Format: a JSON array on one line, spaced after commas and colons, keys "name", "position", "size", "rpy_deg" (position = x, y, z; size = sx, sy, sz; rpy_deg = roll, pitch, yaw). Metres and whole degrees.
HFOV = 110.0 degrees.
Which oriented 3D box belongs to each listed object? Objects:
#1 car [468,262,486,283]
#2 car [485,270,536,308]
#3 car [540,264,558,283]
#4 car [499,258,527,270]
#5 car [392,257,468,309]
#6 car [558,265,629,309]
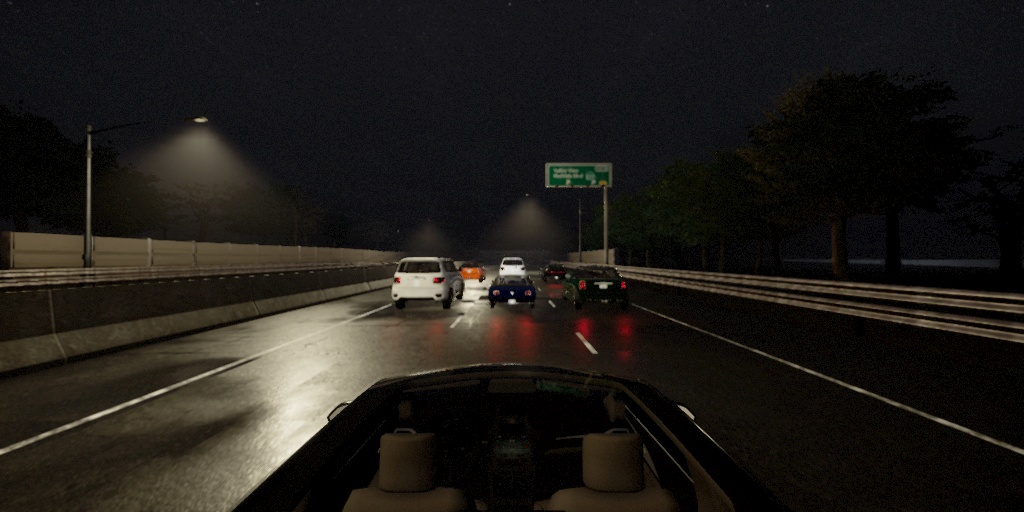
[{"name": "car", "position": [-3.430, 1.306, 30.859], "size": [2.097, 1.767, 4.553], "rpy_deg": [0, -1, 0]}, {"name": "car", "position": [0.013, 1.463, 15.899], "size": [1.895, 1.301, 4.718], "rpy_deg": [0, 0, 0]}, {"name": "car", "position": [3.573, 1.465, 31.051], "size": [1.837, 1.490, 4.892], "rpy_deg": [0, 0, 0]}, {"name": "car", "position": [0.067, 1.173, 30.798], "size": [2.150, 2.045, 5.566], "rpy_deg": [0, 0, 0]}, {"name": "car", "position": [-3.488, 1.078, 15.825], "size": [2.150, 2.045, 5.566], "rpy_deg": [0, 0, 0]}, {"name": "car", "position": [3.514, 1.212, 15.870], "size": [2.097, 1.767, 4.553], "rpy_deg": [0, -1, 0]}]
